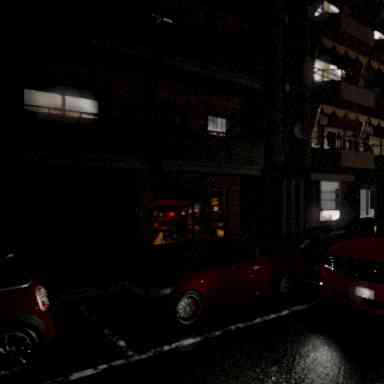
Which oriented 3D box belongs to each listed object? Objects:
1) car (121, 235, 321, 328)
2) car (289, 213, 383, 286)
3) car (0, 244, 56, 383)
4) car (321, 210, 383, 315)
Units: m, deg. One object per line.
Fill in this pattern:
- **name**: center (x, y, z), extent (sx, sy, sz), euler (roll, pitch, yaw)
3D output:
- **car**: center (0.622, 1.628, 7.008), extent (4.206, 1.307, 1.802), euler (1, -1, -35)
- **car**: center (5.121, 1.544, 10.218), extent (4.097, 1.590, 1.967), euler (1, -1, -35)
- **car**: center (-3.877, 1.429, 3.801), extent (4.097, 1.590, 1.967), euler (1, -1, -35)
- **car**: center (5.023, 1.306, 6.963), extent (5.566, 2.045, 2.150), euler (1, -1, -36)
